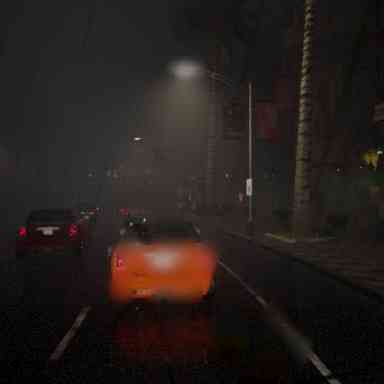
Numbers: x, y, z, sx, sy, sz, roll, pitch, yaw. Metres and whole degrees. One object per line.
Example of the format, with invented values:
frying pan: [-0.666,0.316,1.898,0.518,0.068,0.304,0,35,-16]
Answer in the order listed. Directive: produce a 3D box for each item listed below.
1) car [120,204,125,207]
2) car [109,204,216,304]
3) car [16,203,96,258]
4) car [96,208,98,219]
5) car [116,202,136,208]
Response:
car: [-2.865,1.596,18.533,1.895,1.301,4.718,0,0,-14]
car: [-0.785,1.350,8.402,2.097,1.767,4.553,0,0,-7]
car: [-5.192,1.349,13.078,2.097,1.767,4.553,0,0,-11]
car: [-8.250,1.541,25.489,2.033,1.411,5.357,0,0,-15]
car: [-5.316,1.518,27.647,1.812,1.442,4.674,0,0,-15]
